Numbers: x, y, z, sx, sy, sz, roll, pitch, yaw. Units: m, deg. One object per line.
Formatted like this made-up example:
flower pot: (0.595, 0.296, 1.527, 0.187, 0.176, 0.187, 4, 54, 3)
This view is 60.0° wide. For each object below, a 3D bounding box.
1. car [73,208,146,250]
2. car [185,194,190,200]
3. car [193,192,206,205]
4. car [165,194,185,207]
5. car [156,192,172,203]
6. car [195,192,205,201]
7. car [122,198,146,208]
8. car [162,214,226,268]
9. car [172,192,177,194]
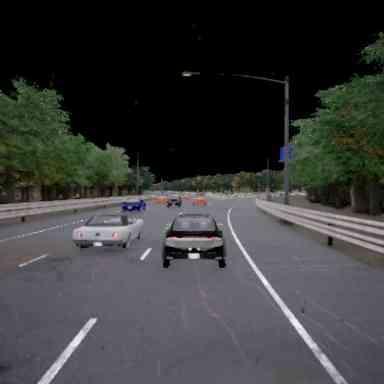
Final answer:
car: (-3.350, 1.587, 14.263, 1.895, 1.301, 4.718, 0, 0, 1)
car: (-1.630, 1.208, 90.283, 2.097, 1.767, 4.553, 0, 0, 0)
car: (1.260, 1.225, 54.964, 2.097, 1.767, 4.553, 0, 0, 2)
car: (-2.380, 1.397, 47.517, 1.837, 1.490, 4.892, 0, 0, 2)
car: (-5.421, 1.202, 62.222, 2.097, 1.767, 4.553, 0, 0, 2)
car: (1.810, 1.069, 76.942, 2.150, 2.045, 5.566, 0, 0, 1)
car: (-6.247, 1.404, 36.328, 1.882, 1.535, 5.008, 0, 0, 2)
car: (0.083, 1.484, 11.283, 2.128, 1.511, 4.902, 0, 0, 1)
car: (-5.151, 1.082, 94.358, 2.150, 2.045, 5.566, 0, 0, -1)
